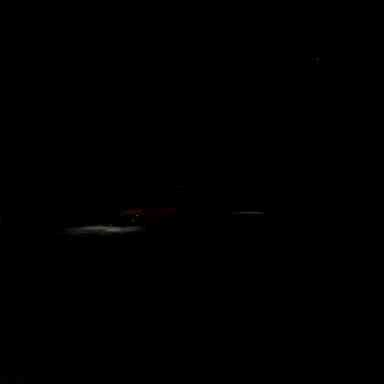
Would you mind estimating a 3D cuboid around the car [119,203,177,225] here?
[{"bbox_3d":[-3.158,1.519,24.580,1.882,1.535,5.008,0,0,36],"label":"car"}]

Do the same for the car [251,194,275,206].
[{"bbox_3d":[9.060,1.322,41.677,2.150,2.045,5.566,0,0,36],"label":"car"}]
